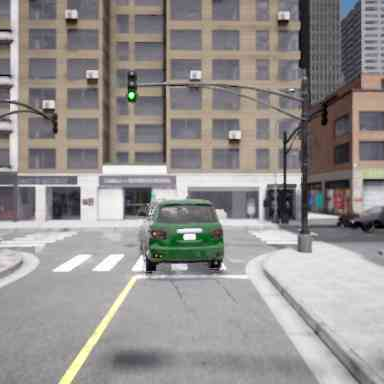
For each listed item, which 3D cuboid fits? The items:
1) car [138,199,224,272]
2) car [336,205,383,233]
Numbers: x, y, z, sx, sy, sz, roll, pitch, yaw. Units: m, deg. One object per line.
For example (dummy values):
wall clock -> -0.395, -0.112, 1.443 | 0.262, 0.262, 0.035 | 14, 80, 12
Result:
car -> -0.552, 1.229, 11.092 | 2.150, 2.045, 5.566 | 0, 0, -11
car -> 11.032, 1.457, 18.598 | 5.357, 1.411, 2.033 | -1, 0, -1
